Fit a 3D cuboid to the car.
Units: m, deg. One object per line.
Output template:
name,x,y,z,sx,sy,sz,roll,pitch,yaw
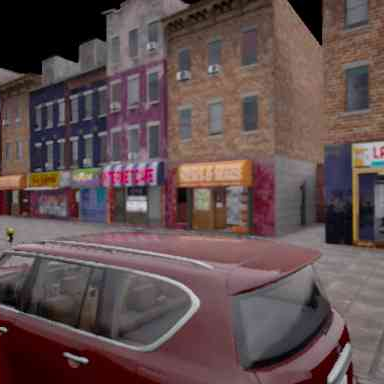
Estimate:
car,-0.987,1.337,3.518,5.009,1.841,2.192,-1,0,35
